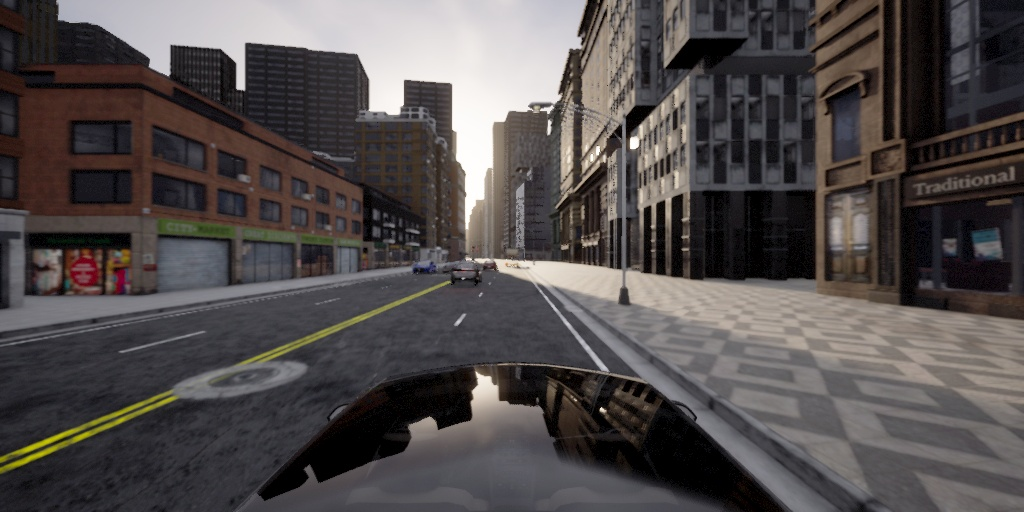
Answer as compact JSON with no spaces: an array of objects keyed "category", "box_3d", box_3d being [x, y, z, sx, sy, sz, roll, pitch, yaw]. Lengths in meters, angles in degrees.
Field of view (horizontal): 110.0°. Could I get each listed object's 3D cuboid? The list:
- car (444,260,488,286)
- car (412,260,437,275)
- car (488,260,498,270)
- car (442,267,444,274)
[{"category":"car","box_3d":[-3.135,1.248,25.530,2.128,1.511,4.902,0,0,0]},{"category":"car","box_3d":[-9.809,1.238,40.525,1.882,1.535,5.008,0,0,0]},{"category":"car","box_3d":[-3.121,1.290,51.421,1.812,1.442,4.674,0,0,0]},{"category":"car","box_3d":[-6.562,1.308,40.614,2.033,1.411,5.357,0,0,0]}]
